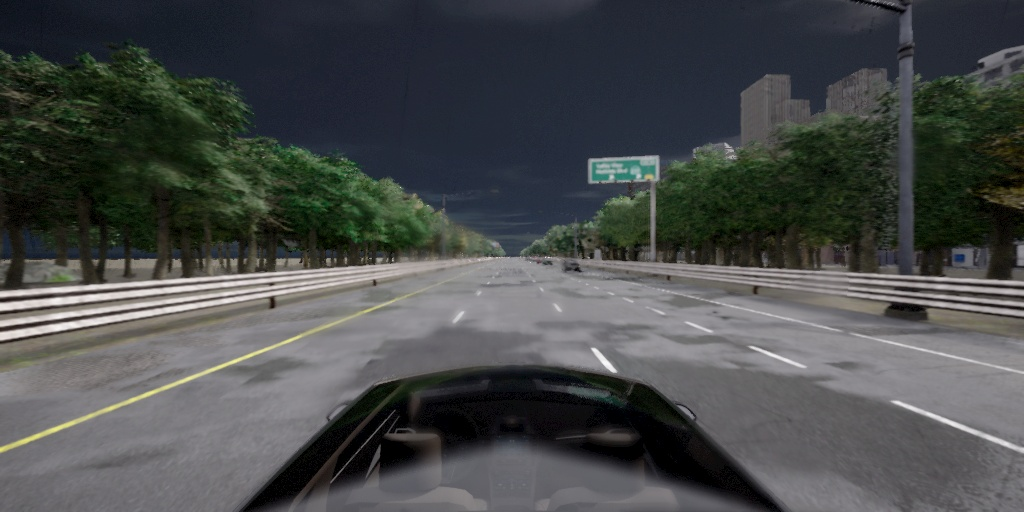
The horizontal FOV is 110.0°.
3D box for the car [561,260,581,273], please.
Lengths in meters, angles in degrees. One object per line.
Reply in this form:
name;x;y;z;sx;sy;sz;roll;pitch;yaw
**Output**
car;7.056;1.247;43.378;1.837;1.490;4.892;0;0;0
